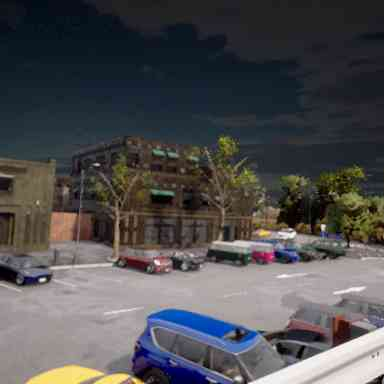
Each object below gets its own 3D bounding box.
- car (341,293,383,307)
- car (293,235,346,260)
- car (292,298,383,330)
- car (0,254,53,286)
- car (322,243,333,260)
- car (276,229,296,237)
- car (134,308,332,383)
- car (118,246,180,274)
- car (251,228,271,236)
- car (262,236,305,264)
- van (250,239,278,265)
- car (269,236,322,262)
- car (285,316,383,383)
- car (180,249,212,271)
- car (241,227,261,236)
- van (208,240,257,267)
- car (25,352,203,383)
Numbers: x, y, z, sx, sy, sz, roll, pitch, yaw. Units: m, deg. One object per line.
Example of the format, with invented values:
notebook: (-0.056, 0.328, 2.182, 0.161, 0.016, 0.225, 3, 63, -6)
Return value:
car: (8.227, 5.437, 13.984, 4.553, 1.767, 2.185, 3, -2, 34)
car: (15.511, 6.819, 40.073, 5.566, 2.045, 2.435, 1, -3, 34)
car: (5.778, 5.220, 12.214, 4.553, 1.767, 2.185, 3, -2, 34)
car: (-10.812, 4.775, 21.096, 4.792, 1.488, 2.163, 1, -4, 34)
car: (13.156, 6.891, 38.330, 4.792, 1.488, 2.163, 1, -4, 34)
car: (17.202, 7.770, 60.569, 2.435, 2.045, 5.566, 2, -2, 36)
car: (0.939, 4.664, 8.665, 5.566, 2.045, 2.435, 3, -2, 34)
car: (-3.666, 5.255, 26.299, 4.553, 1.767, 2.185, 1, -4, 34)
car: (13.914, 8.039, 65.702, 1.946, 1.575, 5.366, 1, -3, 36)
car: (8.374, 6.188, 34.889, 5.566, 2.045, 2.435, 1, -4, 34)
van: (5.852, 6.000, 33.238, 4.442, 1.987, 1.878, 1, -3, 34)
car: (10.772, 6.399, 36.611, 5.566, 2.045, 2.435, 1, -4, 34)
car: (3.318, 5.158, 10.450, 4.792, 1.488, 2.163, 3, -2, 34)
car: (-1.245, 5.594, 28.000, 4.892, 1.521, 2.231, 1, -3, 34)
car: (12.106, 8.077, 68.029, 2.002, 1.452, 4.674, 1, -3, 36)
van: (3.454, 5.789, 31.516, 4.442, 1.987, 1.878, 1, -3, 34)
car: (-1.705, 4.687, 7.015, 5.366, 1.575, 1.946, 3, -2, 34)
